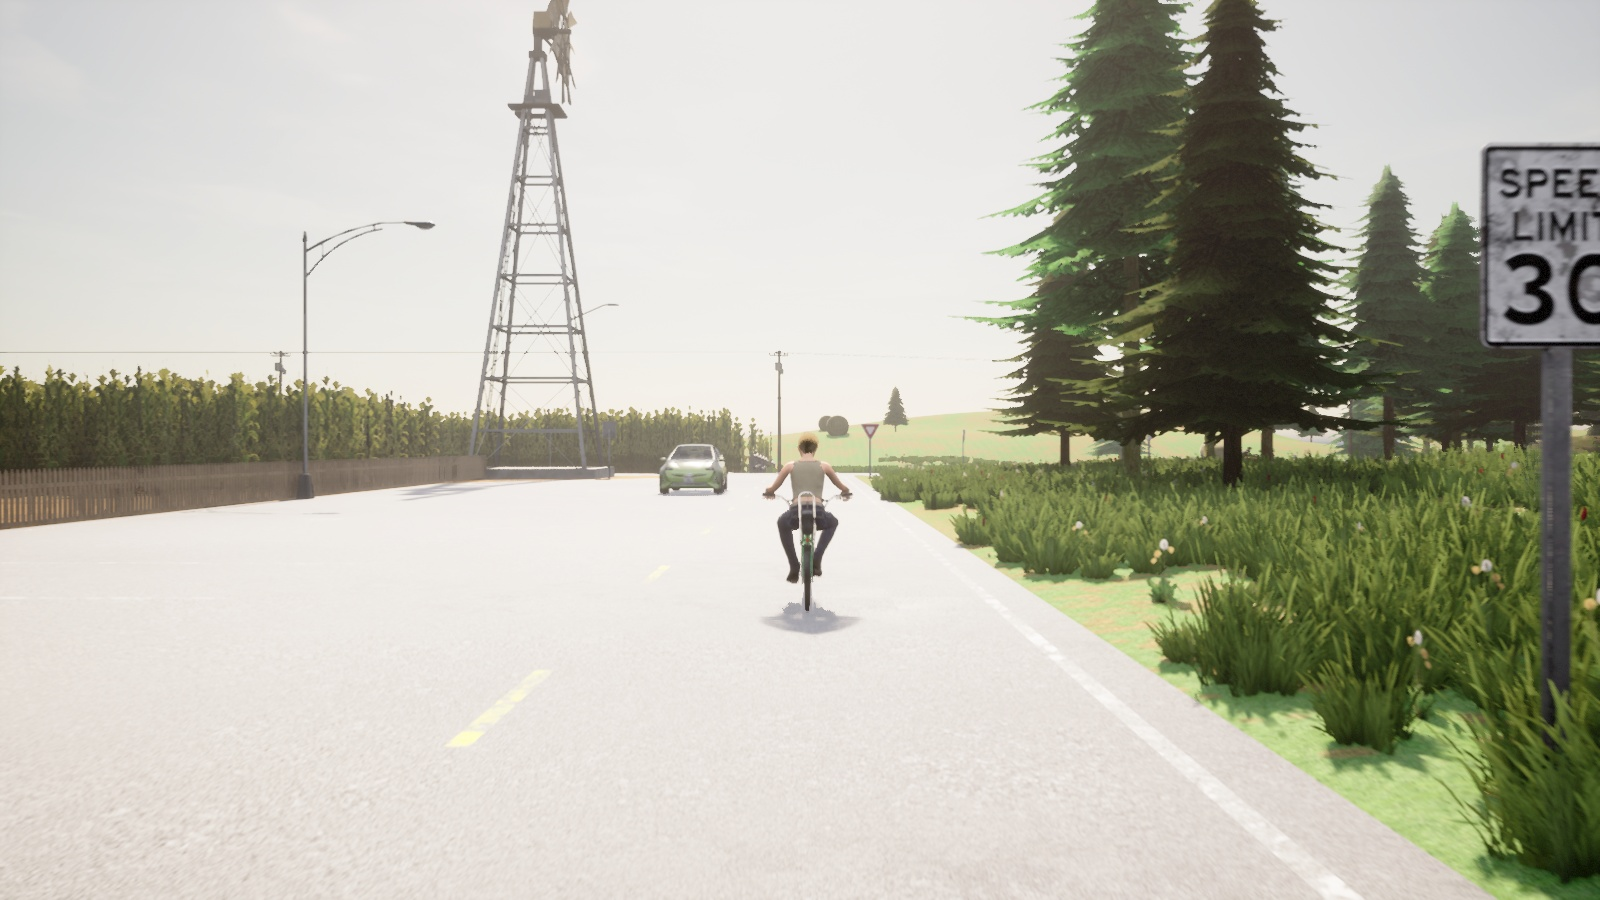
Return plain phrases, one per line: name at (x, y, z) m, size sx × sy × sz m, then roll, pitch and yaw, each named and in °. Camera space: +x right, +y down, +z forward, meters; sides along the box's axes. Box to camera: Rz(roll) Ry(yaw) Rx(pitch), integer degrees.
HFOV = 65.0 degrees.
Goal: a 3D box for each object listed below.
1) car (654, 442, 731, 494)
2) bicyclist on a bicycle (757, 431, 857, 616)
car at (-3.282, 0.530, 39.236) m, size 2.007 × 1.525 × 4.514 m, roll 0°, pitch 0°, yaw 0°
bicyclist on a bicycle at (0.070, 0.635, 11.683) m, size 0.866 × 1.612 × 1.509 m, roll 0°, pitch 0°, yaw 1°
